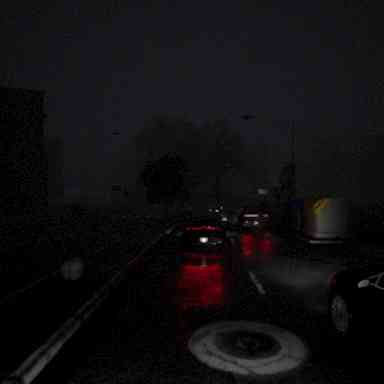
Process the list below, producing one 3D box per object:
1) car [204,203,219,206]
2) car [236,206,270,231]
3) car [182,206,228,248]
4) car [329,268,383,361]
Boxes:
[{"bbox_3d":[1.908,1.807,32.611,2.033,1.411,5.357,0,-1,6],"label":"car"},{"bbox_3d":[4.029,1.673,22.347,2.128,1.511,4.902,0,-1,4],"label":"car"},{"bbox_3d":[0.581,1.612,15.403,1.837,1.490,4.892,0,0,3],"label":"car"},{"bbox_3d":[3.184,1.518,3.680,2.128,1.511,4.902,0,0,1],"label":"car"}]
